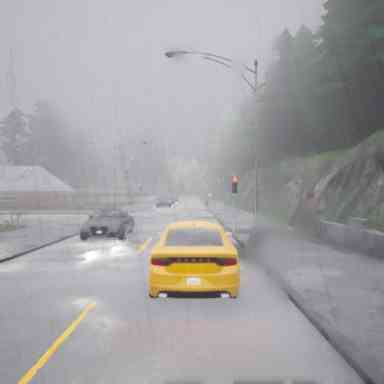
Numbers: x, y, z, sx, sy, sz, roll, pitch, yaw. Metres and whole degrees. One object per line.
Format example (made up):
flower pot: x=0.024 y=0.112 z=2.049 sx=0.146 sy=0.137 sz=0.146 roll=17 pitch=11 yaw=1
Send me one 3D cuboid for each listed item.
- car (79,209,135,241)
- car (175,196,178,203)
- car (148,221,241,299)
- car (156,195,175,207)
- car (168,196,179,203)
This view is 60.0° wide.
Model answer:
car: x=-4.087 y=1.562 z=16.614 sx=1.994 sy=1.385 sz=4.181 roll=0 pitch=0 yaw=0
car: x=-4.035 y=1.558 z=58.817 sx=1.994 sy=1.385 sz=4.181 roll=0 pitch=0 yaw=0
car: x=0.059 y=1.477 z=8.532 sx=1.882 sy=1.535 sz=5.008 roll=0 pitch=0 yaw=1
car: x=-4.060 y=1.347 z=49.499 sx=2.097 sy=1.767 sz=4.553 roll=0 pitch=0 yaw=0
car: x=-3.949 y=1.545 z=71.530 sx=1.994 sy=1.385 sz=4.181 roll=0 pitch=0 yaw=0
